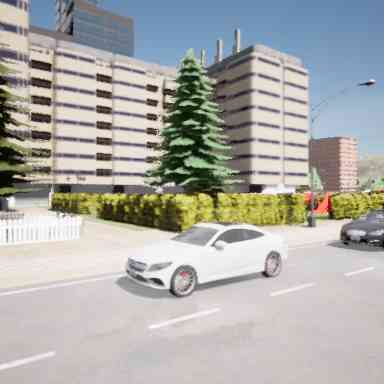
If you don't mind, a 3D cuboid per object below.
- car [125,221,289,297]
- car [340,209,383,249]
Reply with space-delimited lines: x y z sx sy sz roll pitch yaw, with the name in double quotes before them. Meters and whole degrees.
"car" 0.588 1.530 8.707 4.674 1.442 1.812 0 0 -36
"car" 8.252 1.494 14.199 4.902 1.511 2.128 0 0 -36
